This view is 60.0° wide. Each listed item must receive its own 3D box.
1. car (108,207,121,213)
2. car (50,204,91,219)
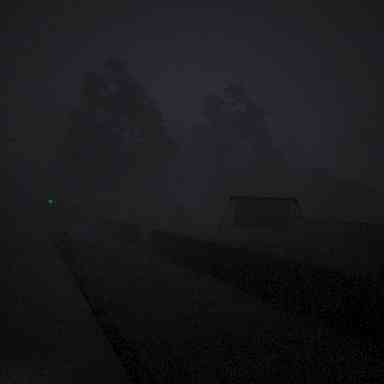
[{"bbox_3d":[-15.522,3.658,66.057,1.994,1.381,4.181,3,-3,-26],"label":"car"},{"bbox_3d":[-16.706,2.707,45.834,2.150,2.045,5.566,-1,-4,44],"label":"car"}]
